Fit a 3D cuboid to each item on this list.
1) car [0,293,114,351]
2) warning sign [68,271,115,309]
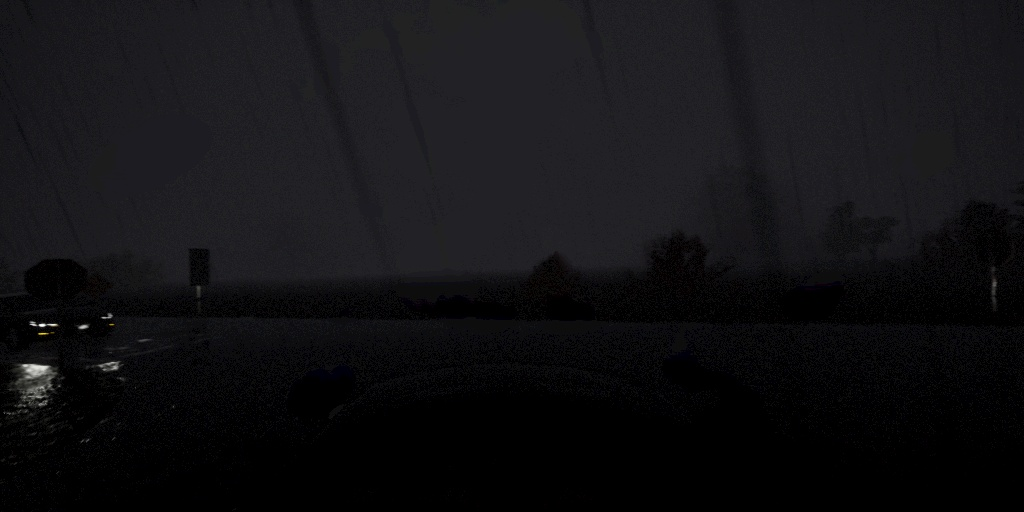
[{"bbox_3d":[-14.718,1.890,10.991,4.892,1.490,1.837,-2,-1,15],"label":"car"},{"bbox_3d":[-21.145,1.825,18.209,1.060,1.860,1.300,0,0,15],"label":"warning sign"}]
